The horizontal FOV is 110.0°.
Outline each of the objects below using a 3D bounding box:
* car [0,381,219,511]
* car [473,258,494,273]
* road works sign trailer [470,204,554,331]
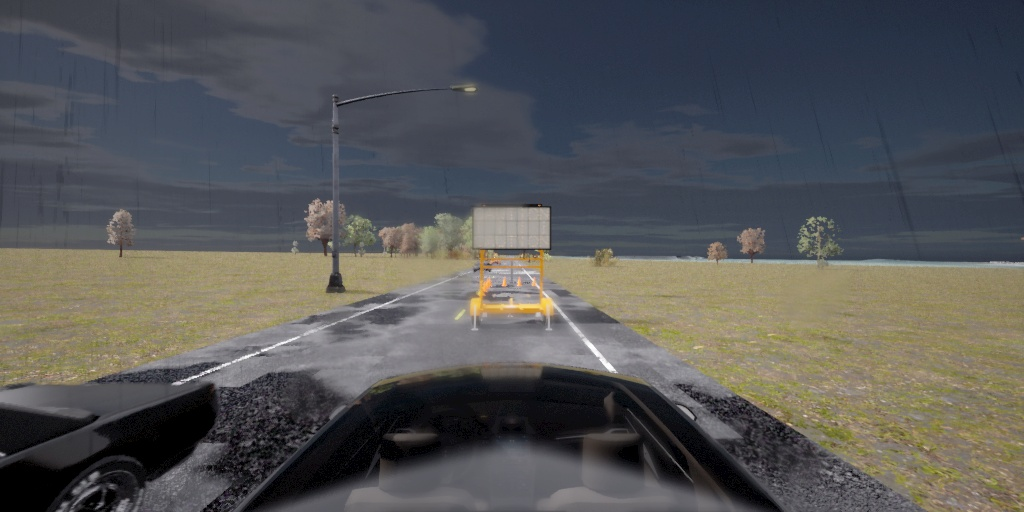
[{"bbox_3d":[-3.600,1.351,0.996,1.895,1.301,4.718,0,0,0],"label":"car"},{"bbox_3d":[-3.622,1.317,43.834,1.994,1.385,4.181,0,0,0],"label":"car"},{"bbox_3d":[-0.005,0.215,11.033,2.380,3.560,2.880,0,0,0],"label":"road works sign trailer"}]
